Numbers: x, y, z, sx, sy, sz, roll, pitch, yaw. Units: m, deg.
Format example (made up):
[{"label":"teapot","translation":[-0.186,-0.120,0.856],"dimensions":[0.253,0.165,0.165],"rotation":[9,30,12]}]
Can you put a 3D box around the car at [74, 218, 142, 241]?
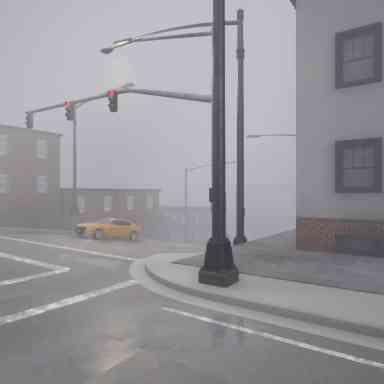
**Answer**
[{"label":"car","translation":[-5.673,2.535,23.091],"dimensions":[1.882,1.535,5.008],"rotation":[0,-8,37]}]
